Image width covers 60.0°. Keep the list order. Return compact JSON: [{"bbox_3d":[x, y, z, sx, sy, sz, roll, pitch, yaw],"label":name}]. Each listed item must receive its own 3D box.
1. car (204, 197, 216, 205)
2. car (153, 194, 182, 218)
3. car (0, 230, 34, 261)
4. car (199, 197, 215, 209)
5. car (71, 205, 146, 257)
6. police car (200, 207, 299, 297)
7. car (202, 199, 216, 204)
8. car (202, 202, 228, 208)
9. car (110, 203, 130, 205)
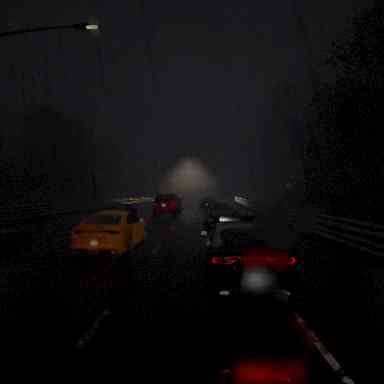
[{"bbox_3d":[3.373,1.593,60.820,2.033,1.411,5.357,0,0,6],"label":"car"},{"bbox_3d":[-2.243,1.231,30.898,2.150,2.045,5.566,0,0,3],"label":"car"},{"bbox_3d":[-6.638,1.601,9.811,1.895,1.301,4.718,0,0,2],"label":"car"},{"bbox_3d":[2.079,1.588,45.249,1.994,1.385,4.181,0,0,5],"label":"car"},{"bbox_3d":[-3.035,1.479,13.022,1.882,1.535,5.008,0,0,2],"label":"car"},{"bbox_3d":[1.267,1.426,8.773,1.930,1.638,5.238,0,0,2],"label":"police car"},{"bbox_3d":[1.858,1.512,24.451,1.837,1.490,4.892,0,0,3],"label":"car"},{"bbox_3d":[1.598,1.530,18.533,1.812,1.442,4.674,0,0,2],"label":"car"},{"bbox_3d":[-5.916,1.608,27.808,1.895,1.301,4.718,0,0,3],"label":"car"}]
